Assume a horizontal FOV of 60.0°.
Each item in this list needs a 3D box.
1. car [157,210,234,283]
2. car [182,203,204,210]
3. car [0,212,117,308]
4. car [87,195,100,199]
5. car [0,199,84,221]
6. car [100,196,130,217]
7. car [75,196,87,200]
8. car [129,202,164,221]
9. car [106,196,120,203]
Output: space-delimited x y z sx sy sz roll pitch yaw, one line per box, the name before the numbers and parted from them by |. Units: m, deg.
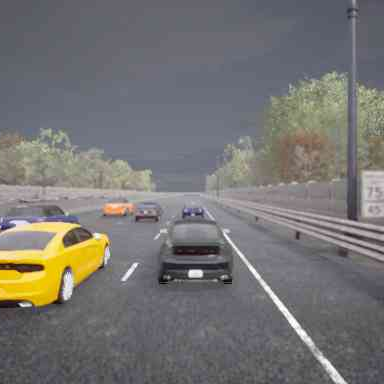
car | 0.086 1.512 9.663 1.837 1.490 4.892 0 1 0
car | 0.097 1.622 30.367 1.895 1.301 4.718 0 0 0
car | -3.419 1.481 8.077 1.882 1.535 5.008 0 0 0
car | -20.999 1.513 73.807 1.882 1.535 5.008 0 0 0
car | -6.905 1.359 15.401 2.097 1.767 4.553 0 0 0
car | -6.903 1.375 31.784 2.097 1.767 4.553 0 0 0
car | -24.499 1.560 73.807 2.128 1.511 4.902 0 0 0
car | -3.404 1.565 27.022 2.033 1.411 5.357 0 0 0
car | -17.499 1.630 73.777 1.895 1.301 4.718 0 0 0
